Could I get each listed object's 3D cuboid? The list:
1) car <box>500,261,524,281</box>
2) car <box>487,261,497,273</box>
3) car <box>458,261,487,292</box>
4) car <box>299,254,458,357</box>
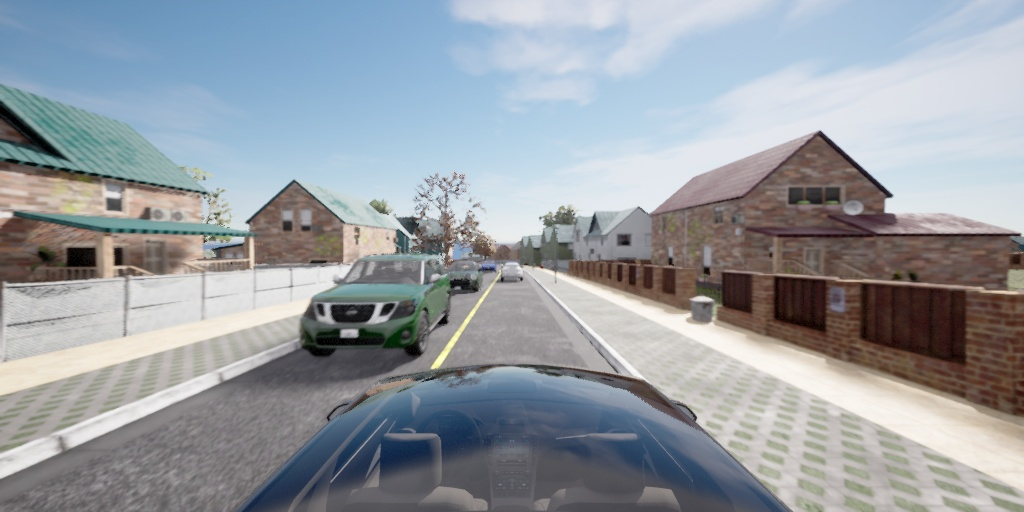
[{"bbox_3d":[0.005,1.307,30.236,1.812,1.442,4.674,0,0,0],"label":"car"},{"bbox_3d":[-2.877,1.335,45.607,1.882,1.535,5.008,0,0,-1],"label":"car"},{"bbox_3d":[-2.831,1.107,21.066,2.097,1.767,4.553,0,0,0],"label":"car"},{"bbox_3d":[-2.862,0.964,8.922,2.150,2.045,5.566,0,0,-1],"label":"car"}]
